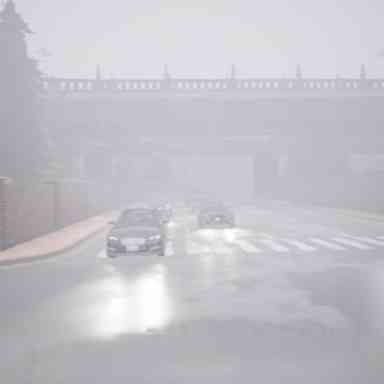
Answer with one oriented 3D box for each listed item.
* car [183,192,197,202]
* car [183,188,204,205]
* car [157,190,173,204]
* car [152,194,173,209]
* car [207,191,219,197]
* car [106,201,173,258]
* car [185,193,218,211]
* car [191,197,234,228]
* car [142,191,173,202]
[{"bbox_3d":[-0.326,0.709,49.469,1.812,1.442,4.674,-1,1,-2],"label":"car"},{"bbox_3d":[0.191,0.578,39.135,2.150,2.045,5.566,-1,1,-2],"label":"car"},{"bbox_3d":[-3.723,0.626,47.261,2.097,1.767,4.553,-1,1,-3],"label":"car"},{"bbox_3d":[-3.172,0.996,36.752,2.033,1.411,5.357,-1,1,-2],"label":"car"},{"bbox_3d":[3.709,0.478,61.419,1.994,1.385,4.181,-1,1,11],"label":"car"},{"bbox_3d":[-1.886,1.346,12.256,2.128,1.511,4.902,-1,1,-3],"label":"car"},{"bbox_3d":[0.720,1.075,28.912,2.033,1.411,5.357,-1,1,-3],"label":"car"},{"bbox_3d":[1.227,1.245,19.693,1.994,1.385,4.181,-1,1,-4],"label":"car"},{"bbox_3d":[-2.558,1.002,24.671,2.097,1.767,4.553,-1,1,-3],"label":"car"}]
